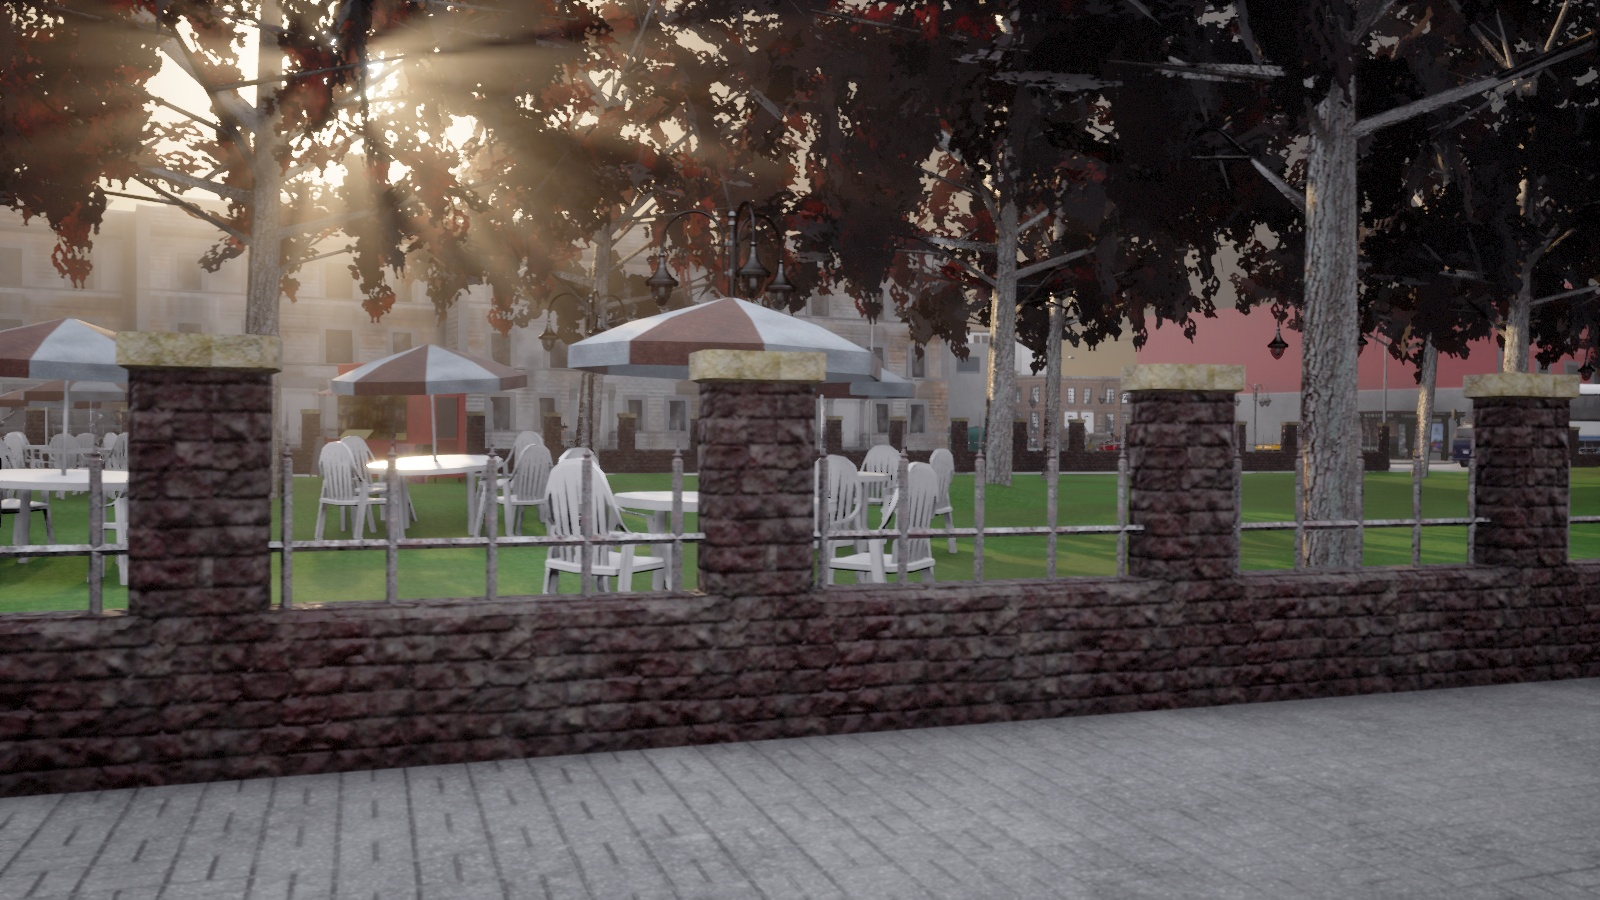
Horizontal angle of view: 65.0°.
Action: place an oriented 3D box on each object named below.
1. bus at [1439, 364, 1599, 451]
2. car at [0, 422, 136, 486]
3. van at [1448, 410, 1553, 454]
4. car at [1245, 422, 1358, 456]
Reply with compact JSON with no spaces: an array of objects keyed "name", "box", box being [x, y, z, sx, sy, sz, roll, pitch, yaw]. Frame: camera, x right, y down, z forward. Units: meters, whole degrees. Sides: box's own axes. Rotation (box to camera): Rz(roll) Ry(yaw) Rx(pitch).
[{"name":"bus","box":[38.639,-2.173,64.898,10.273,4.253,3.944,-1,1,-19]},{"name":"car","box":[-25.846,0.127,42.596,5.566,2.045,2.150,-1,1,-19]},{"name":"van","box":[32.712,-0.864,58.636,4.442,1.987,1.775,-1,1,-19]},{"name":"car","box":[23.881,-0.543,59.823,5.008,1.535,1.882,-1,1,-19]}]
